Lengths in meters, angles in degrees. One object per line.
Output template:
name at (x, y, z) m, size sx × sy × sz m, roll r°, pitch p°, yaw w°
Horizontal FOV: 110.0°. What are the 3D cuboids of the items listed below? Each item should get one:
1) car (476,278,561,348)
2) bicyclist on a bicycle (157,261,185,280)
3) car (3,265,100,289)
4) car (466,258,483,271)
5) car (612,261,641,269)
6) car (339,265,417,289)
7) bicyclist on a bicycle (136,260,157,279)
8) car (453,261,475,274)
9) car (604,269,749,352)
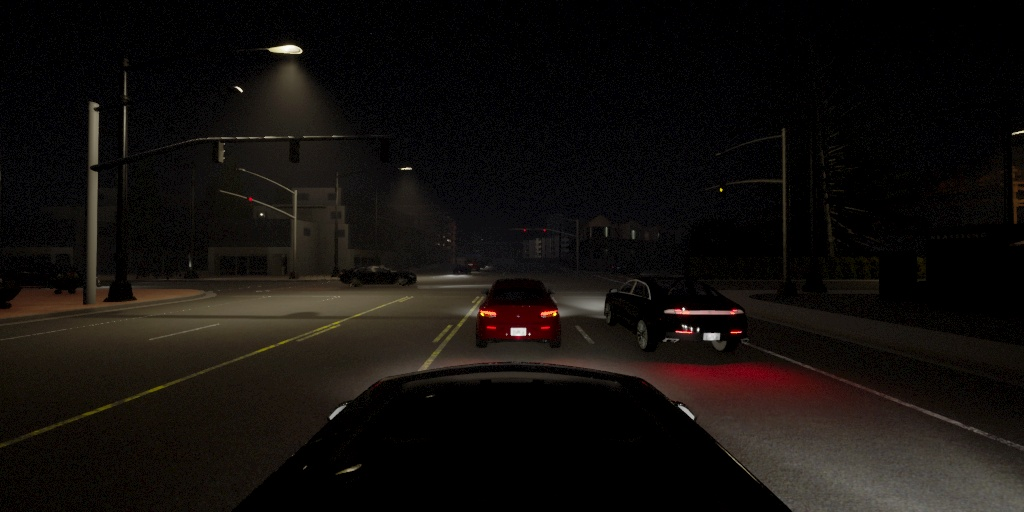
car at (0.163, 1.288, 9.149) m, size 1.812 × 1.442 × 4.674 m, roll 0°, pitch 0°, yaw 1°
bicyclist on a bicycle at (-29.295, 1.231, 31.027) m, size 1.656 × 1.620 × 0.582 m, roll 1°, pitch -1°, yaw -22°
car at (-29.990, 1.332, 23.389) m, size 4.892 × 1.490 × 1.837 m, roll 0°, pitch -1°, yaw 1°
car at (-6.391, 1.361, 57.771) m, size 2.150 × 2.045 × 5.566 m, roll 0°, pitch 0°, yaw 1°
car at (14.378, 1.467, 44.928) m, size 4.553 × 1.767 × 2.097 m, roll 1°, pitch -1°, yaw -45°
car at (-8.992, 1.357, 24.214) m, size 4.902 × 1.511 × 2.128 m, roll 0°, pitch 0°, yaw -15°
bicyclist on a bicycle at (-31.232, 1.167, 31.258) m, size 1.656 × 1.620 × 0.582 m, roll 19°, pitch 7°, yaw -25°
car at (-6.547, 1.695, 47.286) m, size 1.895 × 1.301 × 4.718 m, roll 0°, pitch 0°, yaw 2°
car at (3.654, 1.250, 8.904) m, size 2.128 × 1.511 × 4.902 m, roll 0°, pitch 0°, yaw 1°
